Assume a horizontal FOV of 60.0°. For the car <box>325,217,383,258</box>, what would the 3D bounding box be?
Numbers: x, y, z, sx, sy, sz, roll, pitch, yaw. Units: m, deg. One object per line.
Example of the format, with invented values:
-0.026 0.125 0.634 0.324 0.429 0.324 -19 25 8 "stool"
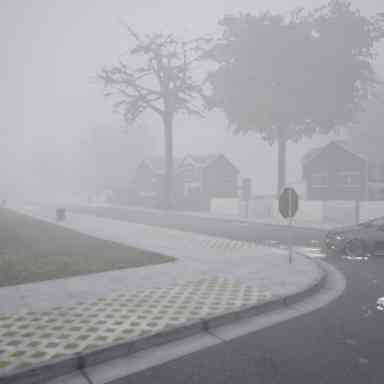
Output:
6.971 1.579 11.745 4.181 1.385 1.994 0 1 14 "car"
